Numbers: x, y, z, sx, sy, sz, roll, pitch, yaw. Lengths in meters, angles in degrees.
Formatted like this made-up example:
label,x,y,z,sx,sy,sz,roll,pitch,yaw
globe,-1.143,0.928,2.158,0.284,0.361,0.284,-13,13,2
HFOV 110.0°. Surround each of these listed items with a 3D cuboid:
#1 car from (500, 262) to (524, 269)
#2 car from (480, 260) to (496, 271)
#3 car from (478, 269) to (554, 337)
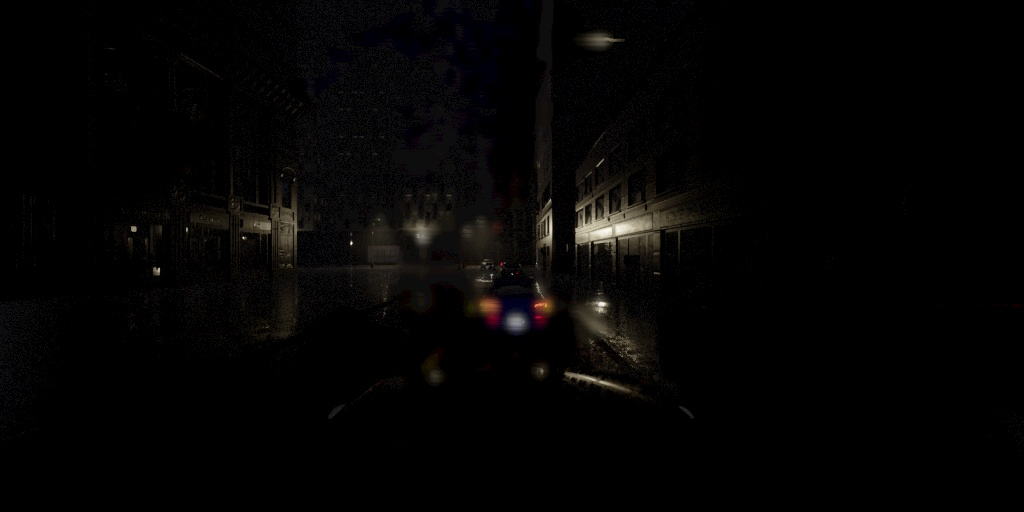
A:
label,x,y,z,sx,sy,sz,roll,pitch,yaw
car,0.026,1.240,31.166,2.128,1.511,4.902,0,0,0
car,-3.130,1.240,47.655,2.128,1.511,4.902,0,0,0
car,0.082,1.275,10.147,1.812,1.442,4.674,0,0,0
